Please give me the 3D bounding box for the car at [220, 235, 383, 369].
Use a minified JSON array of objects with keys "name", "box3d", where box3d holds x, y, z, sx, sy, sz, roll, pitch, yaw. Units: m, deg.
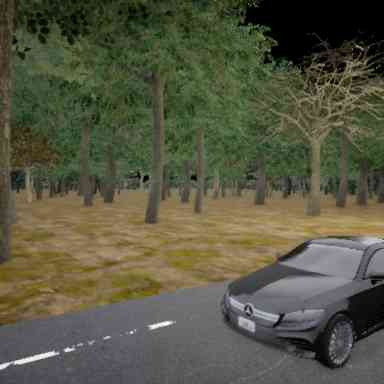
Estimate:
[{"name":"car","box3d":[2.639,1.541,5.868,4.674,1.442,1.812,0,0,-35]}]
